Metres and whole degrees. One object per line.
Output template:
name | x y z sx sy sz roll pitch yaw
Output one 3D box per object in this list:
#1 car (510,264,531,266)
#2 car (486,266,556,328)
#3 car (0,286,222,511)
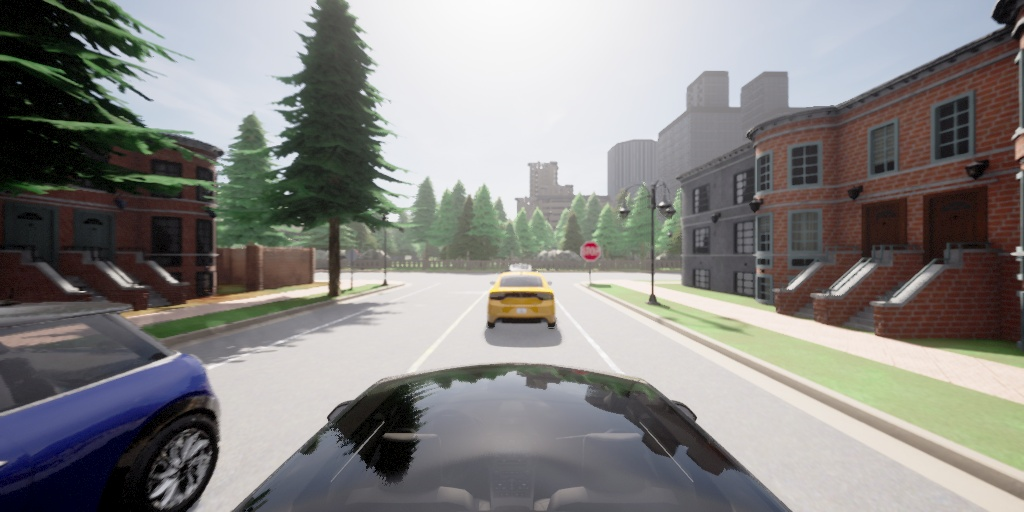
car | 0.550 1.258 22.699 2.128 1.511 4.902 0 0 2
car | 0.291 1.236 11.444 1.882 1.535 5.008 0 0 1
car | -3.525 1.099 1.114 2.097 1.767 4.553 0 0 0
